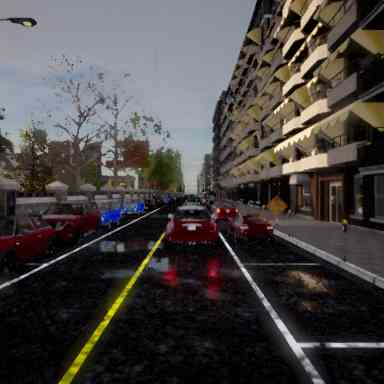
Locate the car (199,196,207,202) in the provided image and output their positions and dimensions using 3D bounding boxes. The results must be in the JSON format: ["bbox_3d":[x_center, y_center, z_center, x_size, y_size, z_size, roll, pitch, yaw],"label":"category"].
[{"bbox_3d":[2.689,1.716,83.146,1.947,1.339,4.313,0,0,0],"label":"car"}]

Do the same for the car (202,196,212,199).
[{"bbox_3d":[2.689,1.625,43.733,1.947,1.339,4.313,0,0,0],"label":"car"}]

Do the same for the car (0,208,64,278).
[{"bbox_3d":[-5.689,1.449,9.949,1.967,1.590,4.097,0,0,0],"label":"car"}]

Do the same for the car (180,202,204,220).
[{"bbox_3d":[0.000,1.611,29.651,1.994,1.385,4.181,0,0,0],"label":"car"}]

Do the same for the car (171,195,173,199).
[{"bbox_3d":[-5.691,1.702,71.883,1.802,1.307,4.206,0,0,0],"label":"car"}]

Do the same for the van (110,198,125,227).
[{"bbox_3d":[-5.690,1.366,21.211,1.690,1.788,3.998,0,0,0],"label":"van"}]

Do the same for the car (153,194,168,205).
[{"bbox_3d":[-5.690,1.395,54.993,2.192,1.841,5.009,0,0,0],"label":"car"}]

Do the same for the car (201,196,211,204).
[{"bbox_3d":[2.690,1.632,66.423,1.752,1.417,4.829,0,0,0],"label":"car"}]

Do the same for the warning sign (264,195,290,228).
[{"bbox_3d":[5.068,1.138,19.905,1.300,1.860,1.060,0,0,0],"label":"warning sign"}]

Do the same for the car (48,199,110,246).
[{"bbox_3d":[-5.691,1.332,15.581,2.192,1.841,5.009,0,0,0],"label":"car"}]

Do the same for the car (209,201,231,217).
[{"bbox_3d":[2.690,1.623,32.472,1.802,1.307,4.206,0,0,0],"label":"car"}]

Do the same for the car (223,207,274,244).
[{"bbox_3d":[2.690,1.599,15.580,1.802,1.307,4.206,0,0,0],"label":"car"}]

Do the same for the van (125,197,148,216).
[{"bbox_3d":[-5.691,1.383,32.472,1.690,1.788,3.998,0,0,0],"label":"van"}]

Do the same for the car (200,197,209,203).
[{"bbox_3d":[2.689,1.702,71.884,1.802,1.307,4.206,0,0,0],"label":"car"}]

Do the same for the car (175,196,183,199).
[{"bbox_3d":[-3.000,1.645,76.013,1.994,1.385,4.181,0,0,0],"label":"car"}]

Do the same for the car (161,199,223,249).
[{"bbox_3d":[-0.001,1.383,14.621,2.097,1.767,4.553,0,0,0],"label":"car"}]

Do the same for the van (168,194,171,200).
[{"bbox_3d":[-5.691,1.447,66.253,1.690,1.788,3.998,0,0,0],"label":"van"}]

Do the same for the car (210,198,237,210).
[{"bbox_3d":[2.690,1.473,26.842,1.967,1.590,4.097,0,0,0],"label":"car"}]

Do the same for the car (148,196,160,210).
[{"bbox_3d":[-5.691,1.625,43.733,1.947,1.339,4.313,0,0,0],"label":"car"}]

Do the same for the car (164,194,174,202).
[{"bbox_3d":[-5.691,1.465,83.147,2.192,1.841,5.009,0,0,0],"label":"car"}]

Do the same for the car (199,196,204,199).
[{"bbox_3d":[2.690,1.520,54.993,1.967,1.590,4.097,0,0,0],"label":"car"}]
